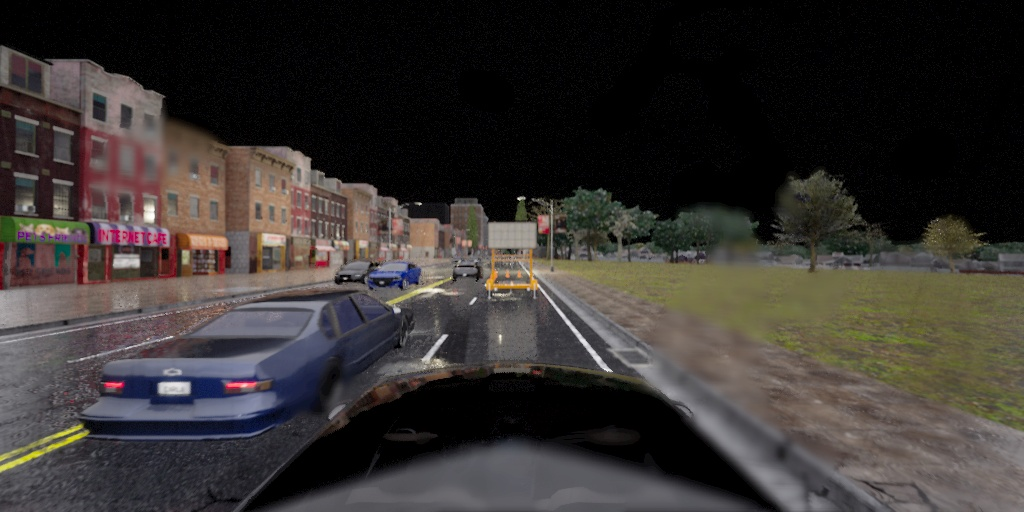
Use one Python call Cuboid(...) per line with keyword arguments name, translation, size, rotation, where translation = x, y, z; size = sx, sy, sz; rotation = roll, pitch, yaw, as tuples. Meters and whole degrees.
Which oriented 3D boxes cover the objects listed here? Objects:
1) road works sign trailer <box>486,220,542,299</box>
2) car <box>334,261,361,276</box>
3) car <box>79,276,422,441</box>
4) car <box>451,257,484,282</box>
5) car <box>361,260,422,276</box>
Cuboid(name="road works sign trailer", translation=(0.004, 0.081, 17.236), size=(2.380, 3.560, 2.880), rotation=(0, 0, 0))
Cuboid(name="car", translation=(-9.842, 1.066, 23.576), size=(1.837, 1.490, 4.892), rotation=(0, 1, 0))
Cuboid(name="car", translation=(-3.149, 1.262, 5.857), size=(2.033, 1.411, 5.357), rotation=(0, 0, 0))
Cuboid(name="car", translation=(-3.141, 1.030, 26.291), size=(2.128, 1.511, 4.902), rotation=(0, 1, 0))
Cuboid(name="car", translation=(-6.594, 1.064, 20.658), size=(1.882, 1.535, 5.008), rotation=(0, 1, 0))
